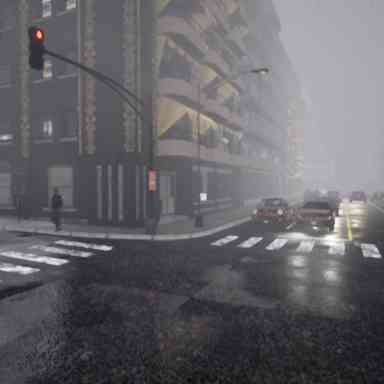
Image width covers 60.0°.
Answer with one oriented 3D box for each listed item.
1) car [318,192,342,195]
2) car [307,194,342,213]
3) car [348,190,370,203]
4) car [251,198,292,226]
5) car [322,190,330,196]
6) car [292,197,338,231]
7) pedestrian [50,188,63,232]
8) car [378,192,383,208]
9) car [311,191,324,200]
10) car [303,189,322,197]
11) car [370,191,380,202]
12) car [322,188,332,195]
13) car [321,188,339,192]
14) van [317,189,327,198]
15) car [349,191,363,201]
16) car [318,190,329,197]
[{"bbox_3d":[14.801,1.001,35.642,1.895,1.301,4.718,0,1,25],"label":"car"},{"bbox_3d":[10.659,1.116,26.583,1.994,1.385,4.181,0,1,25],"label":"car"},{"bbox_3d":[22.810,0.576,45.769,2.097,1.767,4.553,0,1,24],"label":"car"},{"bbox_3d":[4.951,1.103,20.334,1.967,1.590,4.097,0,1,24],"label":"car"},{"bbox_3d":[32.922,0.153,81.753,1.752,1.417,4.829,0,1,24],"label":"car"},{"bbox_3d":[6.917,1.216,18.395,1.812,1.442,4.674,0,1,25],"label":"car"},{"bbox_3d":[-5.668,0.710,13.909,0.375,1.860,0.375,0,0,24],"label":"pedestrian"},{"bbox_3d":[19.586,0.990,32.250,1.887,1.381,4.507,0,1,24],"label":"car"},{"bbox_3d":[21.238,0.587,56.098,1.752,1.417,4.829,0,1,24],"label":"car"},{"bbox_3d":[16.633,0.547,45.987,2.192,1.841,5.009,0,1,24],"label":"car"},{"bbox_3d":[26.596,0.627,47.643,1.967,1.590,4.097,0,1,24],"label":"car"},{"bbox_3d":[35.328,-0.147,87.036,2.192,1.841,5.009,0,1,24],"label":"car"},{"bbox_3d":[19.066,0.597,44.887,2.097,1.767,4.553,0,1,25],"label":"car"},{"bbox_3d":[25.981,0.227,66.512,1.690,1.788,3.998,0,1,24],"label":"van"},{"bbox_3d":[26.848,0.552,54.674,1.882,1.535,5.008,0,1,24],"label":"car"},{"bbox_3d":[28.319,0.349,71.646,2.008,1.369,4.403,0,1,24],"label":"car"}]
